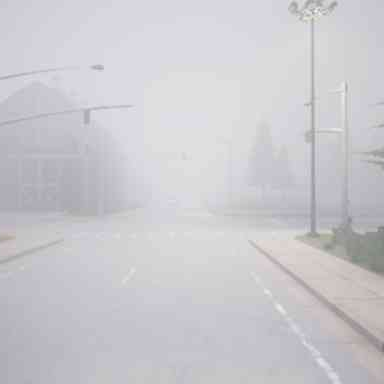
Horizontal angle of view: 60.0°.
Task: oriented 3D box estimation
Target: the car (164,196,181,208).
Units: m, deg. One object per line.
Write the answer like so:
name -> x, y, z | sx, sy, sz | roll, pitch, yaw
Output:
car -> -3.543, 1.783, 58.266 | 2.150, 2.045, 5.566 | 0, 0, 1

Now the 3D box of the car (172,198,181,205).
car -> -3.504, 2.189, 74.437 | 1.812, 1.442, 4.674 | 0, -1, 0
